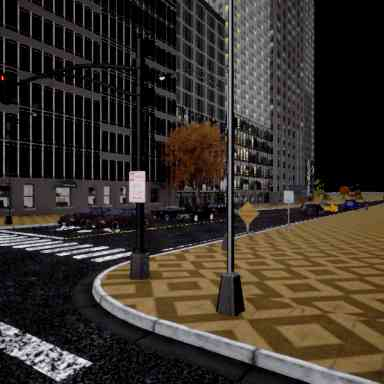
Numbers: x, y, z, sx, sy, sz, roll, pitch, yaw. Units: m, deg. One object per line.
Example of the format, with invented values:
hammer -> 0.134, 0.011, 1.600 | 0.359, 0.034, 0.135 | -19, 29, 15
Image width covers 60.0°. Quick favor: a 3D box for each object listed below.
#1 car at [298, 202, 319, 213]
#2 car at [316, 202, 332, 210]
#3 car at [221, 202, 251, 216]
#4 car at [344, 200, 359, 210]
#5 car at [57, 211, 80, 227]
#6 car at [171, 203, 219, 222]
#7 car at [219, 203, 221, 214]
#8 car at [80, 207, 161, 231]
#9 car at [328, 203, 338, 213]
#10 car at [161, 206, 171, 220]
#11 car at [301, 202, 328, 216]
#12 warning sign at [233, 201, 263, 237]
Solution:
car -> 19.252, 2.521, 54.690 | 2.128, 1.511, 4.902 | 0, -1, 33
car -> 25.762, 2.728, 64.794 | 2.128, 1.511, 4.902 | 0, -1, 33
car -> 5.872, 2.034, 40.275 | 2.097, 1.767, 4.553 | 0, -1, 33
car -> 31.486, 2.537, 65.760 | 2.150, 2.045, 5.566 | 0, -1, 33
car -> -7.526, 1.873, 25.506 | 2.033, 1.411, 5.357 | 0, -1, 33
car -> 0.404, 2.006, 31.810 | 1.837, 1.490, 4.892 | 0, -1, 33
car -> 3.068, 2.167, 41.924 | 2.128, 1.511, 4.902 | 0, -1, 33
car -> -4.874, 1.874, 23.623 | 2.033, 1.411, 5.357 | 0, -1, 33
car -> 21.890, 2.510, 52.970 | 1.882, 1.535, 5.008 | 0, -1, 33
car -> -2.330, 2.098, 33.567 | 1.895, 1.301, 4.718 | 0, -1, 33
car -> 16.294, 2.354, 44.203 | 1.837, 1.490, 4.892 | 0, -1, 33
warning sign -> 3.122, 1.454, 18.553 | 1.300, 1.860, 1.060 | 1, 1, 33
